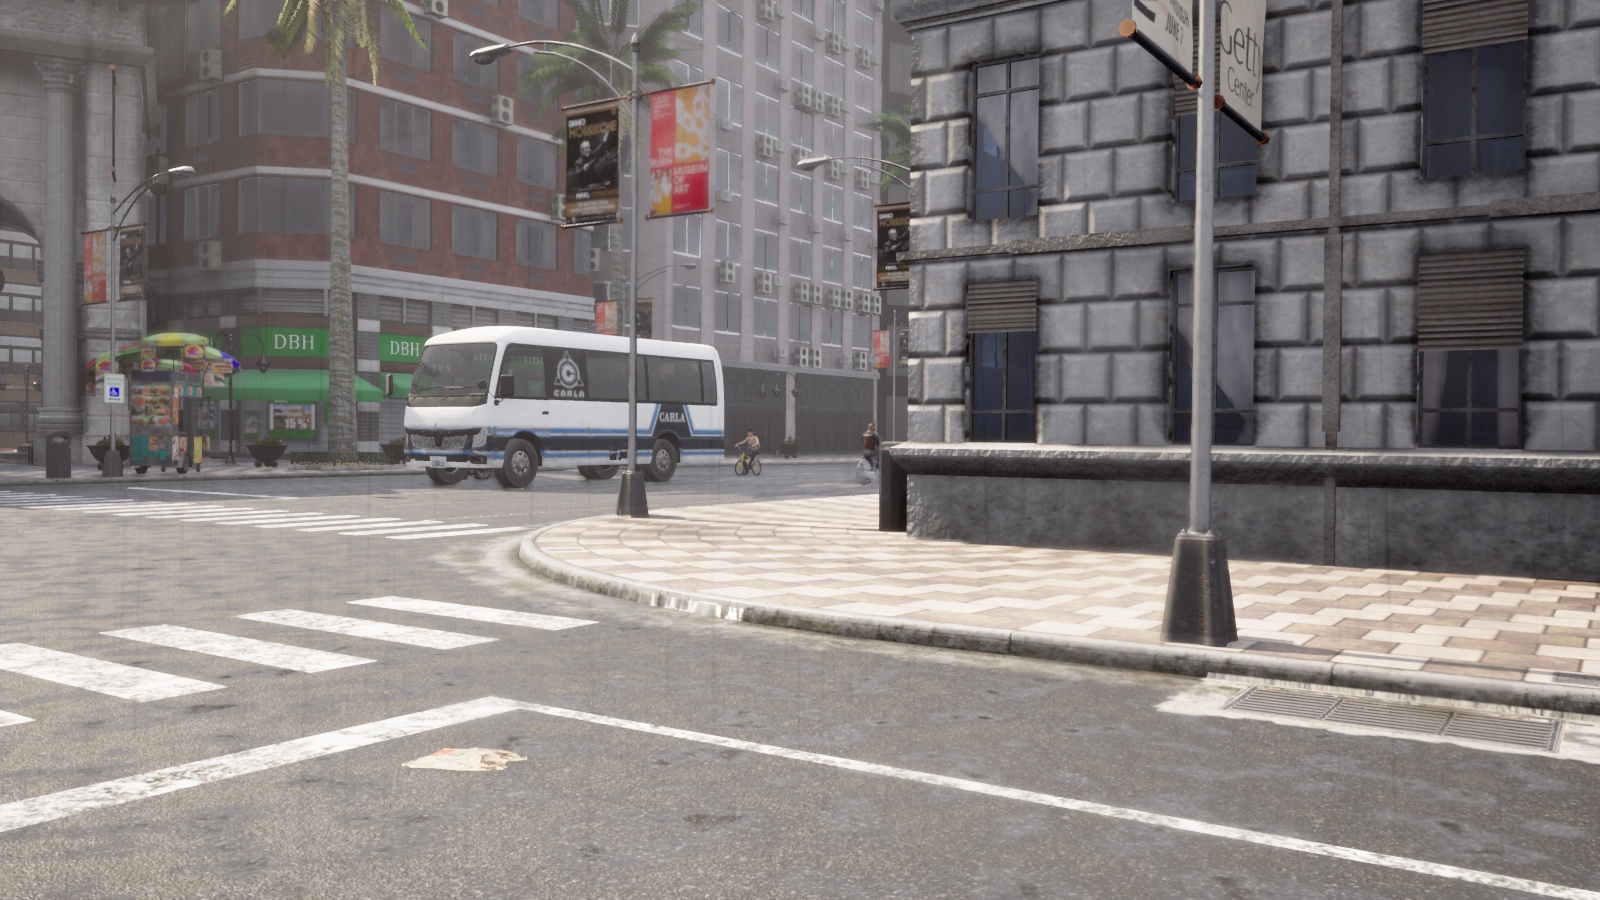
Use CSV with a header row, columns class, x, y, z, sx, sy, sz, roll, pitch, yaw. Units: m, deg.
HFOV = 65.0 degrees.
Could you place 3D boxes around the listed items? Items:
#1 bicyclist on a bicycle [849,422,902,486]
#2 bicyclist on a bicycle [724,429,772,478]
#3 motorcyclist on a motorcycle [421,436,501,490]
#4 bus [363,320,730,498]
class,x,y,z,sx,sy,sz,roll,pitch,yaw
bicyclist on a bicycle,2.168,0.094,35.778,0.659,1.776,1.843,0,1,34
bicyclist on a bicycle,-1.742,0.104,42.480,0.866,1.612,1.509,0,1,34
motorcyclist on a motorcycle,-9.892,0.355,36.709,0.866,1.530,2.191,0,1,34
bus,-6.667,-1.067,35.331,3.944,4.253,10.273,0,1,34
